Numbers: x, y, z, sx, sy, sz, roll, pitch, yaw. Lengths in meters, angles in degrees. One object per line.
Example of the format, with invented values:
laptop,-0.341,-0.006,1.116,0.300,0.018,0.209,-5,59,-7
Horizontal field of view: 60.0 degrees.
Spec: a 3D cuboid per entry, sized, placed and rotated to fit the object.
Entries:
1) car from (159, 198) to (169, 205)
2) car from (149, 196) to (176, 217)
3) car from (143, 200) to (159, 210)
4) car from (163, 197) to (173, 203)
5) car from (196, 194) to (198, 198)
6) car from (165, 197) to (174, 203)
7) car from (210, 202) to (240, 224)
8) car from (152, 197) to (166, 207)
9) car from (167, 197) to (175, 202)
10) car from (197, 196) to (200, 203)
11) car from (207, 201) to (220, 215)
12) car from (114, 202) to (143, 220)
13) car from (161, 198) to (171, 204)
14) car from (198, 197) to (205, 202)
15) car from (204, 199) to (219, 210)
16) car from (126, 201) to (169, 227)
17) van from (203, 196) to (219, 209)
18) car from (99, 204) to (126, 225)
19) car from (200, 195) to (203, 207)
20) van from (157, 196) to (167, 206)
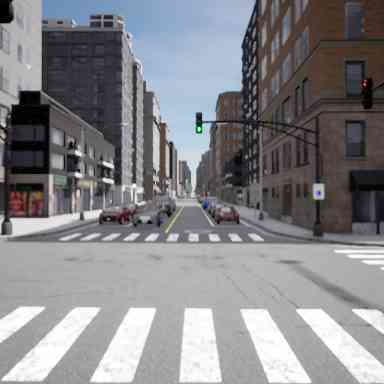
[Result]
car,-5.911,2.005,70.998,1.802,1.307,4.206,1,0,0
car,-3.131,1.419,33.944,2.150,2.045,5.566,0,0,0
car,-5.891,1.866,48.307,1.802,1.307,4.206,1,0,0
car,-5.921,2.059,82.344,1.947,1.339,4.313,1,0,0
car,2.607,1.808,82.349,2.192,1.841,5.009,1,0,0
car,-5.926,2.093,88.017,1.947,1.339,4.313,1,0,0
car,2.654,1.731,25.614,1.802,1.307,4.206,1,0,0
car,-5.900,1.793,59.654,1.967,1.590,4.097,1,0,0
car,-5.931,2.106,93.690,1.887,1.381,4.507,1,0,0
car,2.614,1.989,71.001,1.947,1.339,4.313,1,0,0
car,2.649,1.764,31.288,1.802,1.307,4.206,1,0,0
car,-5.876,1.727,31.289,1.887,1.381,4.507,1,0,0
car,-5.916,2.009,76.671,2.008,1.369,4.403,1,0,0
car,2.596,2.088,93.864,1.752,1.417,4.829,1,0,0
car,2.644,1.798,36.961,1.802,1.307,4.206,1,0,0
car,-3.099,1.631,24.022,2.128,1.511,4.902,0,0,-1
van,2.642,1.590,42.636,1.690,1.788,3.998,1,0,0
car,-5.871,1.694,25.616,1.887,1.381,4.507,1,0,0
car,2.637,1.599,48.309,2.192,1.841,5.009,1,0,0
van,-5.904,1.729,65.327,1.690,1.788,3.998,1,0,0
